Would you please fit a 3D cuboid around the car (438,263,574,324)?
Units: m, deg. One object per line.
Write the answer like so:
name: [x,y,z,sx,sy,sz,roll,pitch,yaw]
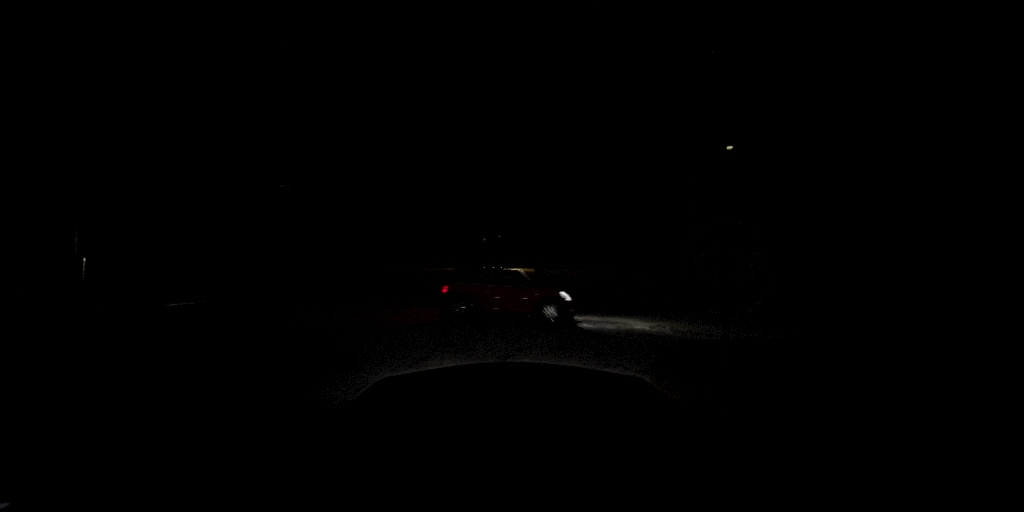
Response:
car: [-0.145,1.260,12.456,4.553,1.767,2.097,2,-2,0]
